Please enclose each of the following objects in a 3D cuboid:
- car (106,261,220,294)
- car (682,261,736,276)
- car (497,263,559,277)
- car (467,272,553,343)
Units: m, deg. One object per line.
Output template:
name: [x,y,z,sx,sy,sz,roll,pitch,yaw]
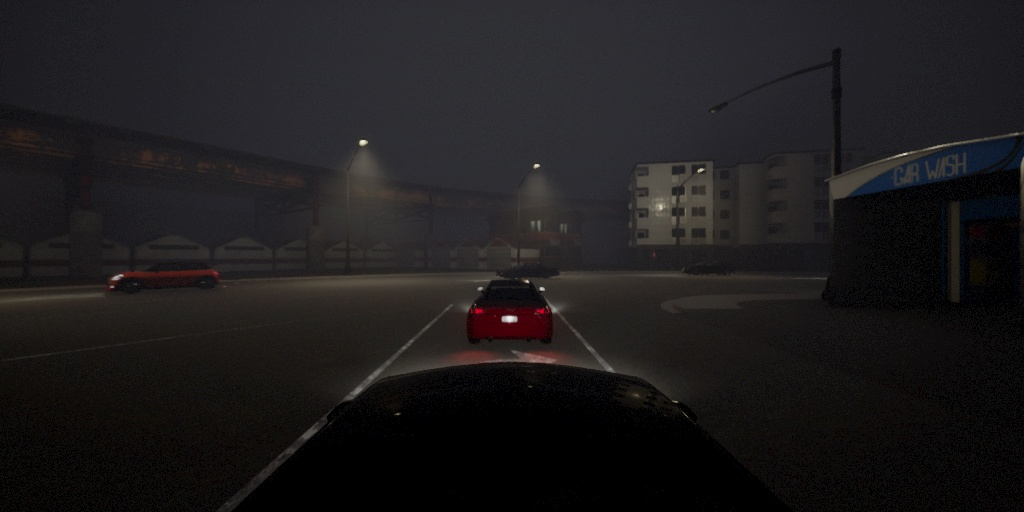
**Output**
car: [-19.426,1.091,20.173,2.097,1.767,4.553,0,0,42]
car: [19.690,1.223,35.988,4.902,1.511,2.128,0,0,5]
car: [1.354,1.282,30.577,5.357,1.411,2.033,0,0,-20]
car: [-0.026,1.310,9.640,1.994,1.385,4.181,0,0,1]
